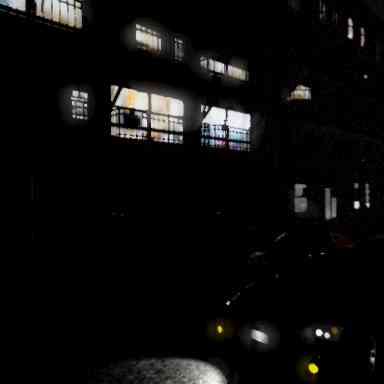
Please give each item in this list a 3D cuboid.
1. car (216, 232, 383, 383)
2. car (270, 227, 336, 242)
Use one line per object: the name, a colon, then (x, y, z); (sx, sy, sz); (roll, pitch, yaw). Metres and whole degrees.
car: (2.358, 1.641, 5.475); (4.181, 1.385, 1.994); (1, -1, -41)
car: (3.302, 1.717, 9.664); (4.206, 1.307, 1.802); (1, -2, -40)
